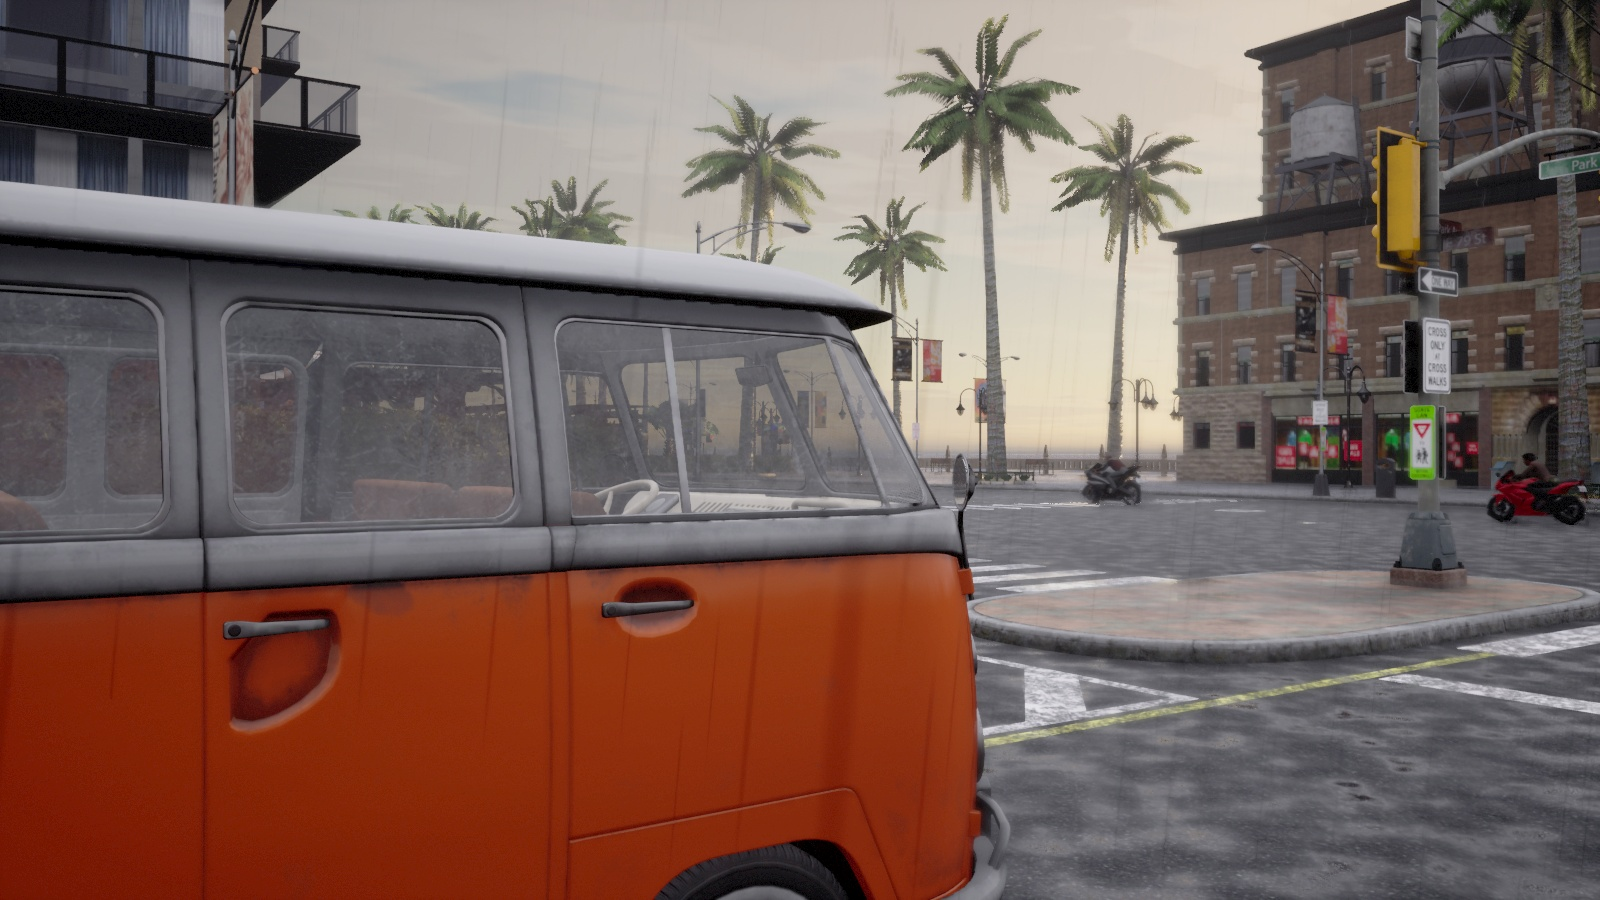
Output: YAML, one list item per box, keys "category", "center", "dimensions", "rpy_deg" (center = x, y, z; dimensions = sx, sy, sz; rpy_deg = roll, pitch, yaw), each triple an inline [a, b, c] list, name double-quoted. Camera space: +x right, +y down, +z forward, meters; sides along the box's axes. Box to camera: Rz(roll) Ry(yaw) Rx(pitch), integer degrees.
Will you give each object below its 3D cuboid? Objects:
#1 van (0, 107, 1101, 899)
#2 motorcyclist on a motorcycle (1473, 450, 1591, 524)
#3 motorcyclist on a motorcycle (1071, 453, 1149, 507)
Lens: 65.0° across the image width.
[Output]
- category: "van"
  center: [-1.588, 0.507, 2.554]
  dimensions: [4.442, 1.987, 1.775]
  rpy_deg: [0, 0, -35]
- category: "motorcyclist on a motorcycle"
  center: [15.704, 0.760, 26.979]
  dimensions: [0.797, 1.523, 2.044]
  rpy_deg: [0, 0, -34]
- category: "motorcyclist on a motorcycle"
  center: [9.048, 0.850, 36.716]
  dimensions: [0.866, 1.530, 2.191]
  rpy_deg: [0, 0, -34]
